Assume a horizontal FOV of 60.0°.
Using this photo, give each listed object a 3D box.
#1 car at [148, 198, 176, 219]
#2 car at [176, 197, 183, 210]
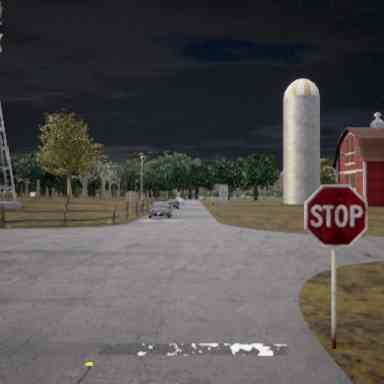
[{"bbox_3d":[-2.756,1.547,29.965,1.837,1.490,4.892,0,0,1],"label":"car"},{"bbox_3d":[-2.680,1.658,46.054,2.033,1.411,5.357,0,0,1],"label":"car"}]
